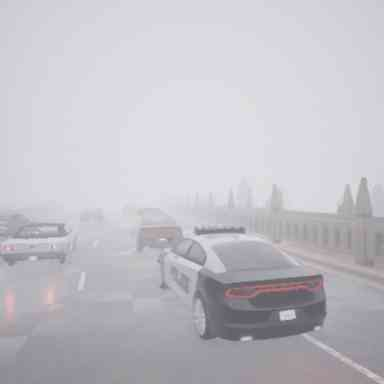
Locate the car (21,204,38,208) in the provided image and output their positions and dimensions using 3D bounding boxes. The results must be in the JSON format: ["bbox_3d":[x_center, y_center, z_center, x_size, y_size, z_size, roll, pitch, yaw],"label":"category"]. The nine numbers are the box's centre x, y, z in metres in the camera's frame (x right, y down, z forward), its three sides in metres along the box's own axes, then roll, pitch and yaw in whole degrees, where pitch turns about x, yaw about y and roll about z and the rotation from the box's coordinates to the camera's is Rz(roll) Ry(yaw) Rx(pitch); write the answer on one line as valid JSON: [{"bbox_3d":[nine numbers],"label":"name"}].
[{"bbox_3d":[-28.848,2.738,59.400,1.895,1.301,4.718,0,-2,-10],"label":"car"}]

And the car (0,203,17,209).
[{"bbox_3d":[-32.140,2.673,57.963,1.994,1.385,4.181,0,-2,-10],"label":"car"}]

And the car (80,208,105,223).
[{"bbox_3d":[-9.227,2.143,31.247,1.895,1.301,4.718,0,-1,-11],"label":"car"}]

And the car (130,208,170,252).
[{"bbox_3d":[-1.689,1.733,15.313,1.882,1.535,5.008,0,-1,-12],"label":"car"}]

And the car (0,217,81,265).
[{"bbox_3d":[-5.544,1.830,12.661,1.895,1.301,4.718,0,-1,-14],"label":"car"}]

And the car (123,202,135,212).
[{"bbox_3d":[-10.328,2.429,54.701,1.837,1.490,4.892,0,-1,-11],"label":"car"}]

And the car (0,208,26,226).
[{"bbox_3d":[-10.444,1.896,18.875,2.033,1.411,5.357,0,-1,-11],"label":"car"}]

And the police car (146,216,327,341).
[{"bbox_3d":[0.526,1.539,7.061,1.930,1.638,5.238,0,-1,-18],"label":"police car"}]

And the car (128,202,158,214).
[{"bbox_3d":[-2.752,1.699,20.816,2.097,1.767,4.553,0,-1,-11],"label":"car"}]

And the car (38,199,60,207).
[{"bbox_3d":[-25.447,2.364,60.204,2.150,2.045,5.566,0,-2,-10],"label":"car"}]

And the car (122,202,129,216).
[{"bbox_3d":[-7.962,2.224,42.472,1.837,1.490,4.892,0,-1,-9],"label":"car"}]
